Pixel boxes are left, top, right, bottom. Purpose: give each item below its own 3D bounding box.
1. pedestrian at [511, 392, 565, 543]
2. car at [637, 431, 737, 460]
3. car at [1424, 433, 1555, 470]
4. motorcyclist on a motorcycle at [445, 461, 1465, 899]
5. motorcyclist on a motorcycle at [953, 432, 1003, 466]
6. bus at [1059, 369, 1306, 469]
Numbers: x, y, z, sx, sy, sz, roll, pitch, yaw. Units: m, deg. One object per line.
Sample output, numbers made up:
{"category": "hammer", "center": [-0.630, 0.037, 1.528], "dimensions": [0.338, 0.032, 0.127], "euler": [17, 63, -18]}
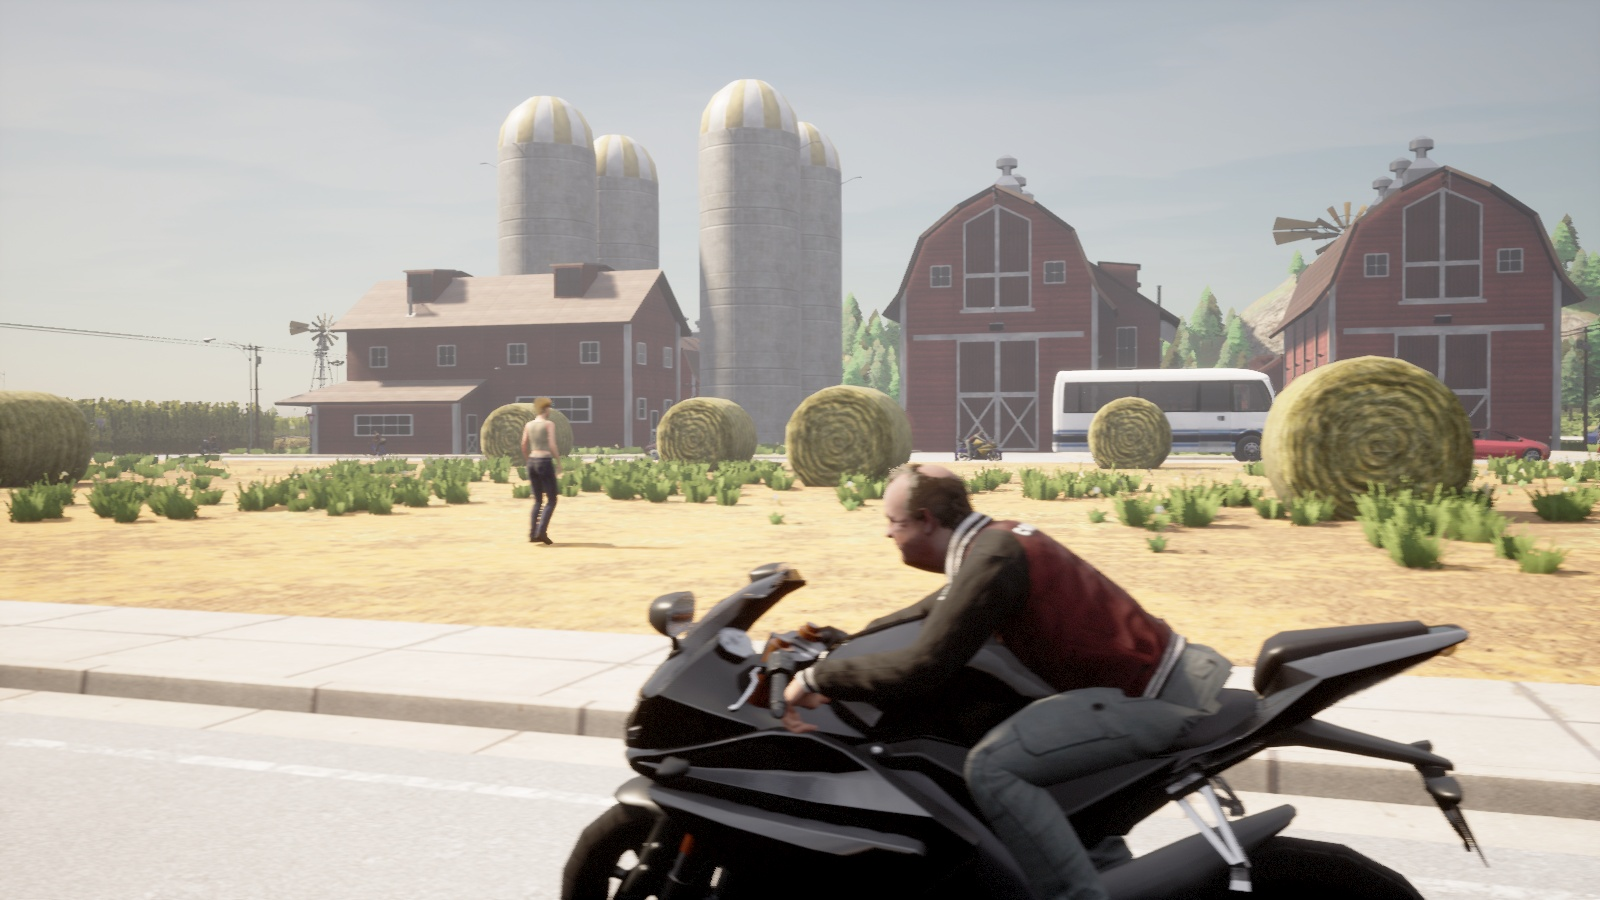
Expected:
{"category": "pedestrian", "center": [-3.254, 0.208, 15.610], "dimensions": [0.345, 1.836, 0.594], "euler": [1, 1, 30]}
{"category": "car", "center": [-5.949, -0.250, 66.322], "dimensions": [4.792, 1.488, 2.163], "euler": [0, 1, 15]}
{"category": "car", "center": [29.252, 0.032, 53.420], "dimensions": [4.514, 1.525, 2.007], "euler": [0, 1, 15]}
{"category": "motorcyclist on a motorcycle", "center": [0.323, 0.813, 3.085], "dimensions": [2.191, 1.530, 0.866], "euler": [1, 1, 19]}
{"category": "motorcyclist on a motorcycle", "center": [8.352, -0.054, 58.928], "dimensions": [2.191, 1.530, 0.866], "euler": [1, 1, 15]}
{"category": "bus", "center": [17.026, -1.385, 56.624], "dimensions": [10.273, 4.253, 3.944], "euler": [0, 1, 15]}
